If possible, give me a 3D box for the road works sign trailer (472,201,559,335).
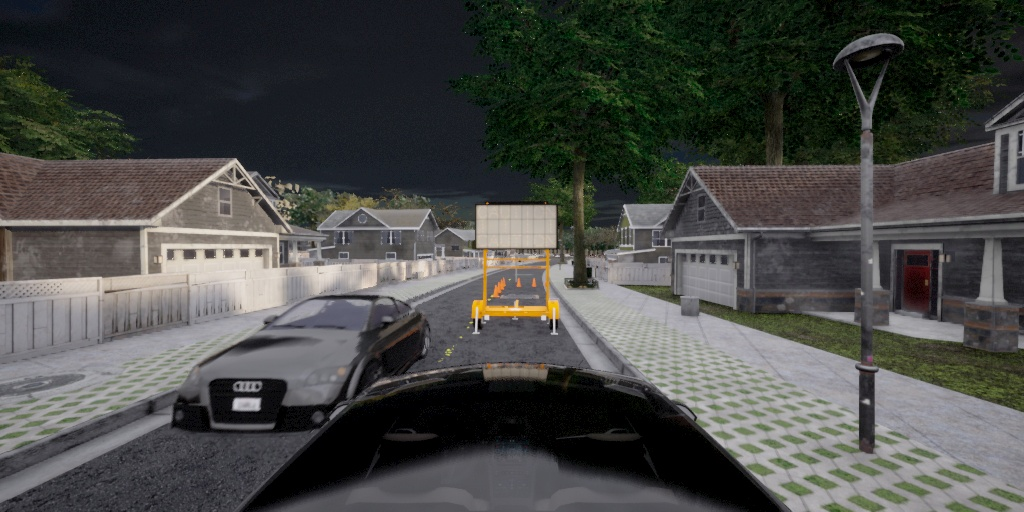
[{"bbox_3d":[0.129,0.213,10.545,2.380,3.560,2.880,0,0,2],"label":"road works sign trailer"}]

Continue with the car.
[{"bbox_3d":[-2.648,1.312,5.613,1.994,1.385,4.181,0,0,1],"label":"car"}]
